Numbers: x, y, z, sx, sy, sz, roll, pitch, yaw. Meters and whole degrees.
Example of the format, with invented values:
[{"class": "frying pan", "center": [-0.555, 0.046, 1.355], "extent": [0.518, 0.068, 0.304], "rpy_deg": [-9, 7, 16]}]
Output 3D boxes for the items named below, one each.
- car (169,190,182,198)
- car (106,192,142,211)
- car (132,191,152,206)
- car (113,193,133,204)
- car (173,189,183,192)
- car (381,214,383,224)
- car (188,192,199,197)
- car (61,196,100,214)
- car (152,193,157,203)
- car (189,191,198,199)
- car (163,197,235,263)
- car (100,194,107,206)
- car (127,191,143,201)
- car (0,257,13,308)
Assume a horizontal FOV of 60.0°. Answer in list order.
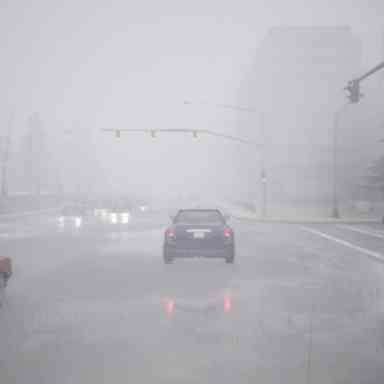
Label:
[{"class": "car", "center": [-3.221, 0.812, 60.866], "extent": [1.812, 1.442, 4.674], "rpy_deg": [0, 1, 0]}, {"class": "car", "center": [-6.751, 1.096, 33.745], "extent": [2.128, 1.511, 4.902], "rpy_deg": [0, 1, 0]}, {"class": "car", "center": [-6.764, 0.972, 43.111], "extent": [1.882, 1.535, 5.008], "rpy_deg": [0, 1, 0]}, {"class": "car", "center": [-10.258, 0.922, 49.740], "extent": [1.837, 1.490, 4.892], "rpy_deg": [0, 1, 0]}, {"class": "car", "center": [-3.246, 0.396, 70.600], "extent": [2.150, 2.045, 5.566], "rpy_deg": [0, 1, 0]}, {"class": "car", "center": [13.082, 1.288, 18.251], "extent": [4.892, 1.490, 1.837], "rpy_deg": [0, 1, 1]}, {"class": "car", "center": [0.276, 0.839, 61.872], "extent": [1.994, 1.385, 4.181], "rpy_deg": [0, 1, 0]}, {"class": "car", "center": [-10.243, 1.245, 30.336], "extent": [1.895, 1.301, 4.718], "rpy_deg": [0, 1, 0]}, {"class": "car", "center": [-6.739, 0.852, 53.418], "extent": [1.882, 1.535, 5.008], "rpy_deg": [0, 1, 0]}, {"class": "car", "center": [0.254, 0.648, 70.582], "extent": [1.882, 1.535, 5.008], "rpy_deg": [0, 1, 0]}, {"class": "car", "center": [0.254, 1.215, 11.524], "extent": [2.097, 1.767, 4.553], "rpy_deg": [0, 1, 1]}, {"class": "car", "center": [-10.260, 1.027, 39.646], "extent": [2.128, 1.511, 4.902], "rpy_deg": [0, 1, 0]}, {"class": "car", "center": [-10.219, 0.651, 59.902], "extent": [2.097, 1.767, 4.553], "rpy_deg": [0, 1, 0]}, {"class": "car", "center": [-4.125, 1.546, 4.564], "extent": [1.895, 1.301, 4.718], "rpy_deg": [0, 1, -12]}]
